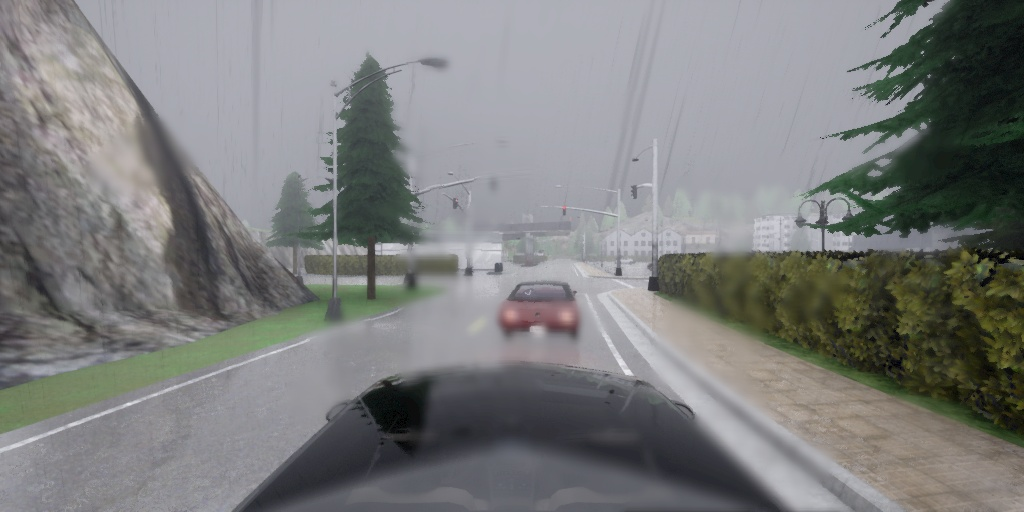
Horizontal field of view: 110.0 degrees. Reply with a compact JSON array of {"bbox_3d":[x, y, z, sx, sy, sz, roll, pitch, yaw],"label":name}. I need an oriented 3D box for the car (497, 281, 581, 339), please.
[{"bbox_3d":[0.912,1.351,10.109,1.895,1.301,4.718,0,0,8],"label":"car"}]
